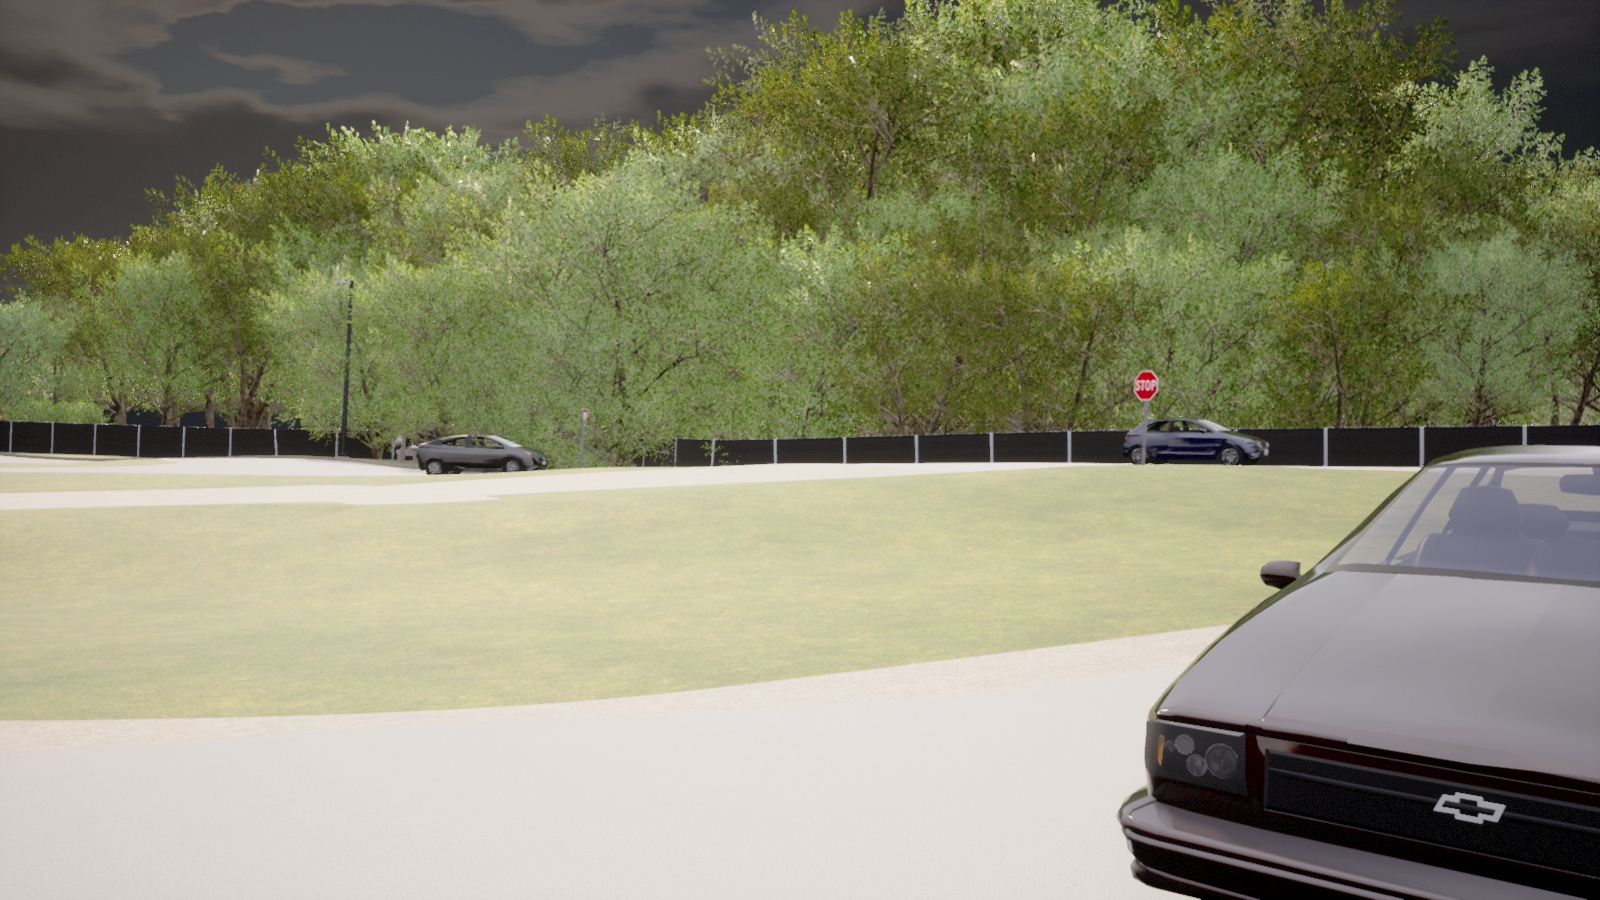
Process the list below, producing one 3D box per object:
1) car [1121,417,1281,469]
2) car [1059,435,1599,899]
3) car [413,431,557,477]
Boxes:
[{"bbox_3d":[12.027,-0.221,37.777,4.193,1.474,1.816,0,1,38],"label":"car"},{"bbox_3d":[3.194,0.697,4.927,2.033,1.411,5.357,2,2,39],"label":"car"},{"bbox_3d":[-11.166,0.152,44.694,4.514,1.525,2.007,-1,0,6],"label":"car"}]
